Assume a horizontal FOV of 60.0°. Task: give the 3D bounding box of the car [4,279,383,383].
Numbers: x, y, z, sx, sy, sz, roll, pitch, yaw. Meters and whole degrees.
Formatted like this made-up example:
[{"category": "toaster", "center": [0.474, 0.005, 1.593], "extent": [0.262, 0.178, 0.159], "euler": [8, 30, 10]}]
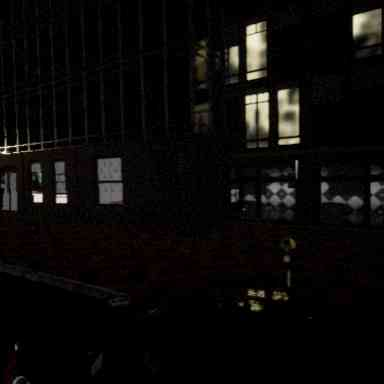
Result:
[{"category": "car", "center": [0.181, 1.439, 2.712], "extent": [4.206, 1.307, 1.802], "euler": [1, 3, 34]}]
